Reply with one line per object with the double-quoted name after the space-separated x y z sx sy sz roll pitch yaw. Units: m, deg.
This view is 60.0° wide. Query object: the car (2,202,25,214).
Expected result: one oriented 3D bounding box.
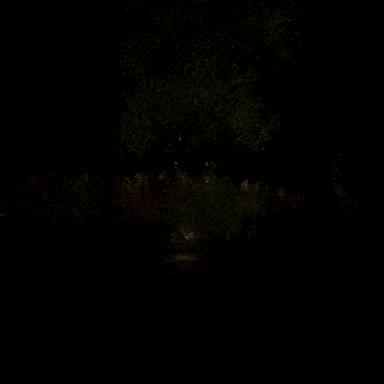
-18.366 1.720 37.566 2.033 1.411 5.357 0 -1 41 "car"
